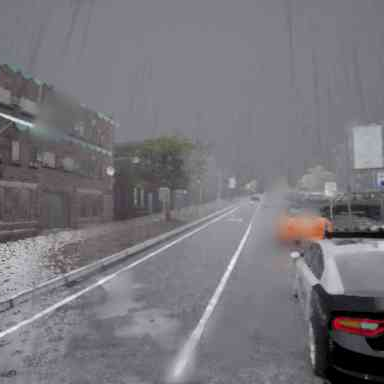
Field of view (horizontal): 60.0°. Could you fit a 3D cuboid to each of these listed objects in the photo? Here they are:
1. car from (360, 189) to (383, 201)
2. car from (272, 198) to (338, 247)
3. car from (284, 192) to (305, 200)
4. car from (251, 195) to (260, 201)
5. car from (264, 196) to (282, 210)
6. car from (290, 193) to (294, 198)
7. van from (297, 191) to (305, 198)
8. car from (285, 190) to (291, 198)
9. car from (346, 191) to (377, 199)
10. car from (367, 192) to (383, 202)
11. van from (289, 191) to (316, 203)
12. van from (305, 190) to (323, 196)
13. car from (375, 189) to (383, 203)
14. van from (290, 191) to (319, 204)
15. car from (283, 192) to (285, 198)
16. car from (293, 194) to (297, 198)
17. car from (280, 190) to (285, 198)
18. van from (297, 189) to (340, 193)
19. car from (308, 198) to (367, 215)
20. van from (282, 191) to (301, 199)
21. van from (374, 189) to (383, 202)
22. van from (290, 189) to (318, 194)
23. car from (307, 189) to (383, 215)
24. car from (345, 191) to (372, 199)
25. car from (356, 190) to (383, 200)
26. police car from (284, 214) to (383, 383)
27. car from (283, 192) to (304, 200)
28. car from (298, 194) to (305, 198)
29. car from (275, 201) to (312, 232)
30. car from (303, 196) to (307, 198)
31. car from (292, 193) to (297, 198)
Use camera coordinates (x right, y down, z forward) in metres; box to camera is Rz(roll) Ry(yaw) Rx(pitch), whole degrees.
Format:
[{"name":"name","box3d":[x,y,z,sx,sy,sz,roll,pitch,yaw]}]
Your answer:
[{"name":"car","box3d":[33.063,0.488,58.651,5.566,2.045,2.435,-2,0,13]},{"name":"car","box3d":[4.915,1.339,15.083,2.097,1.767,4.553,-2,0,13]},{"name":"car","box3d":[23.841,0.880,77.454,4.553,1.767,2.185,-2,0,13]},{"name":"car","box3d":[14.466,1.437,76.216,1.895,1.301,4.718,-2,0,13]},{"name":"car","box3d":[10.366,1.553,43.292,1.895,1.301,4.718,-2,0,13]},{"name":"car","box3d":[17.719,1.248,50.097,4.892,1.521,2.231,-2,0,13]},{"name":"van","box3d":[15.125,1.073,39.184,4.442,1.987,1.878,-2,0,13]},{"name":"car","box3d":[18.910,0.954,55.575,5.566,2.045,2.435,-2,0,13]},{"name":"car","box3d":[35.303,0.645,69.530,5.366,1.575,1.946,-2,0,13]},{"name":"car","box3d":[32.614,0.756,55.909,5.366,1.575,1.946,-2,0,13]},{"name":"van","box3d":[20.285,0.925,61.013,4.442,1.987,1.878,-2,0,13]},{"name":"van","box3d":[14.118,1.073,33.660,4.442,1.987,1.878,-2,0,13]},{"name":"car","box3d":[31.232,0.562,50.528,5.566,2.045,2.435,-2,0,13]},{"name":"van","box3d":[19.669,0.950,58.279,4.442,1.987,1.878,-2,0,13]},{"name":"car","box3d":[22.026,1.119,69.244,4.674,1.452,2.002,-2,0,13]},{"name":"car","box3d":[16.508,1.308,44.618,4.792,1.488,2.163,-2,0,13]},{"name":"car","box3d":[22.607,0.804,71.984,5.566,2.045,2.435,-2,0,13]},{"name":"van","box3d":[15.969,1.058,41.866,4.442,1.987,1.878,-2,0,13]},{"name":"car","box3d":[13.398,1.345,30.949,4.674,1.452,2.002,-2,0,13]},{"name":"van","box3d":[25.604,0.708,85.676,4.442,1.987,1.878,-2,0,13]},{"name":"van","box3d":[31.929,0.560,53.217,4.442,1.987,1.878,-2,0,13]},{"name":"van","box3d":[18.437,0.999,52.811,4.442,1.987,1.878,-2,0,13]},{"name":"car","box3d":[12.125,1.060,25.488,5.566,2.045,2.435,-2,0,13]},{"name":"car","box3d":[36.100,0.618,72.196,4.892,1.521,2.231,-2,0,13]},{"name":"car","box3d":[34.290,0.565,64.068,4.553,1.767,2.185,-2,0,13]},{"name":"police car","box3d":[2.733,1.407,5.458,1.930,1.638,5.238,-2,-1,13]},{"name":"car","box3d":[24.457,0.855,80.189,4.553,1.767,2.185,-2,0,13]},{"name":"car","box3d":[14.623,1.299,36.420,5.008,1.535,2.097,-2,0,13]},{"name":"car","box3d":[6.298,1.436,21.156,1.801,1.575,5.366,-2,0,13]},{"name":"car","box3d":[12.596,1.311,28.256,5.366,1.575,1.946,-2,0,13]},{"name":"car","box3d":[17.095,1.305,47.364,4.674,1.452,2.002,-2,0,13]}]
